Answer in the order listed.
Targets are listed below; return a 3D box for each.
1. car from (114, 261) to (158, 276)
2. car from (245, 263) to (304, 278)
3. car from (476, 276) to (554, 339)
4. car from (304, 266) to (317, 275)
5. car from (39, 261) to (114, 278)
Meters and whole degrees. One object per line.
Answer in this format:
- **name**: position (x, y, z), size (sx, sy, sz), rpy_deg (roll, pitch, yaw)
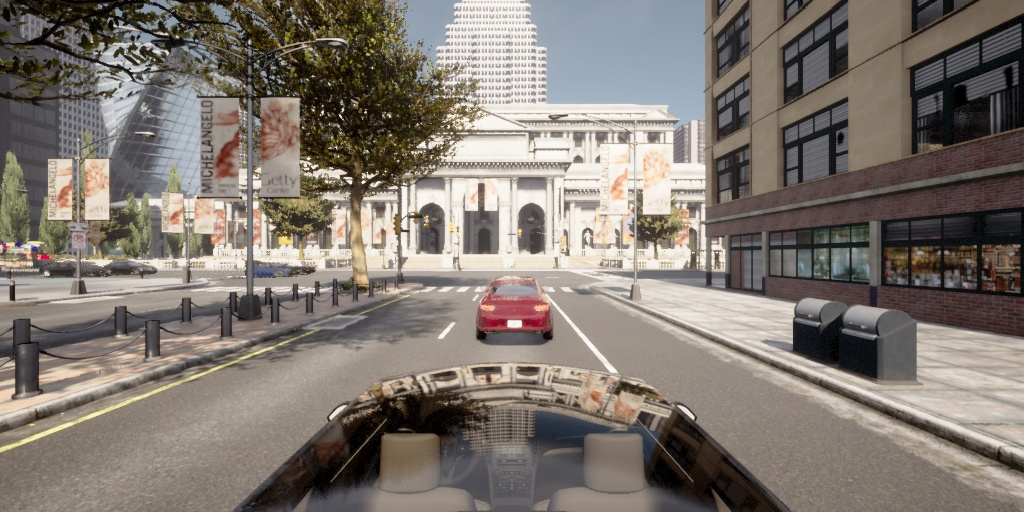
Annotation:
- **car**: position (-39.295, 1.276, 36.886), size (4.674, 1.442, 1.812), rpy_deg (0, 0, 0)
- **car**: position (-22.248, 1.314, 33.313), size (4.181, 1.385, 1.994), rpy_deg (0, 0, 0)
- **car**: position (0.074, 1.276, 9.929), size (1.812, 1.442, 4.674), rpy_deg (0, 0, 0)
- **car**: position (-22.799, 1.351, 36.817), size (4.718, 1.301, 1.895), rpy_deg (0, 0, 0)
- **car**: position (-40.790, 1.255, 33.382), size (4.892, 1.490, 1.837), rpy_deg (0, 0, 0)
